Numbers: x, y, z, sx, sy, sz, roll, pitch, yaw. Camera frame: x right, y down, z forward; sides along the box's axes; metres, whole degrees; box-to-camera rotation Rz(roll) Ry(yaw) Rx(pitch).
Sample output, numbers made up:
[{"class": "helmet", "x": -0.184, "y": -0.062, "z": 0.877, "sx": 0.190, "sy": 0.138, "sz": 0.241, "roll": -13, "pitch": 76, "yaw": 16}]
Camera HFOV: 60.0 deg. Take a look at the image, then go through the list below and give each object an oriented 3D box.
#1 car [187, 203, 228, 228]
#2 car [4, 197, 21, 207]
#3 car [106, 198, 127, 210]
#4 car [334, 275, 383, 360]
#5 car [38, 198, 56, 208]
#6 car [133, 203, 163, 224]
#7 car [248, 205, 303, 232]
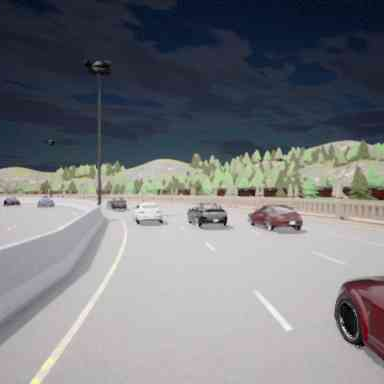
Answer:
[{"class": "car", "x": 0.908, "y": 1.451, "z": 21.864, "sx": 2.128, "sy": 1.511, "sz": 4.902, "roll": 0, "pitch": 0, "yaw": -12}, {"class": "car", "x": -28.988, "y": 1.576, "z": 53.664, "sx": 2.033, "sy": 1.411, "sz": 5.357, "roll": 0, "pitch": 0, "yaw": -36}, {"class": "car", "x": -9.437, "y": 1.461, "z": 41.494, "sx": 2.128, "sy": 1.511, "sz": 4.902, "roll": 0, "pitch": 0, "yaw": -25}, {"class": "car", "x": 3.336, "y": 1.544, "z": 3.696, "sx": 1.994, "sy": 1.385, "sz": 4.181, "roll": 0, "pitch": 0, "yaw": -2}, {"class": "car", "x": -21.028, "y": 1.531, "z": 48.013, "sx": 1.812, "sy": 1.442, "sz": 4.674, "roll": 0, "pitch": 0, "yaw": -31}, {"class": "car", "x": -3.315, "y": 1.499, "z": 24.473, "sx": 1.812, "sy": 1.442, "sz": 4.674, "roll": 0, "pitch": 0, "yaw": -14}, {"class": "car", "x": 4.894, "y": 1.473, "z": 19.917, "sx": 1.812, "sy": 1.442, "sz": 4.674, "roll": 0, "pitch": 0, "yaw": -11}]
